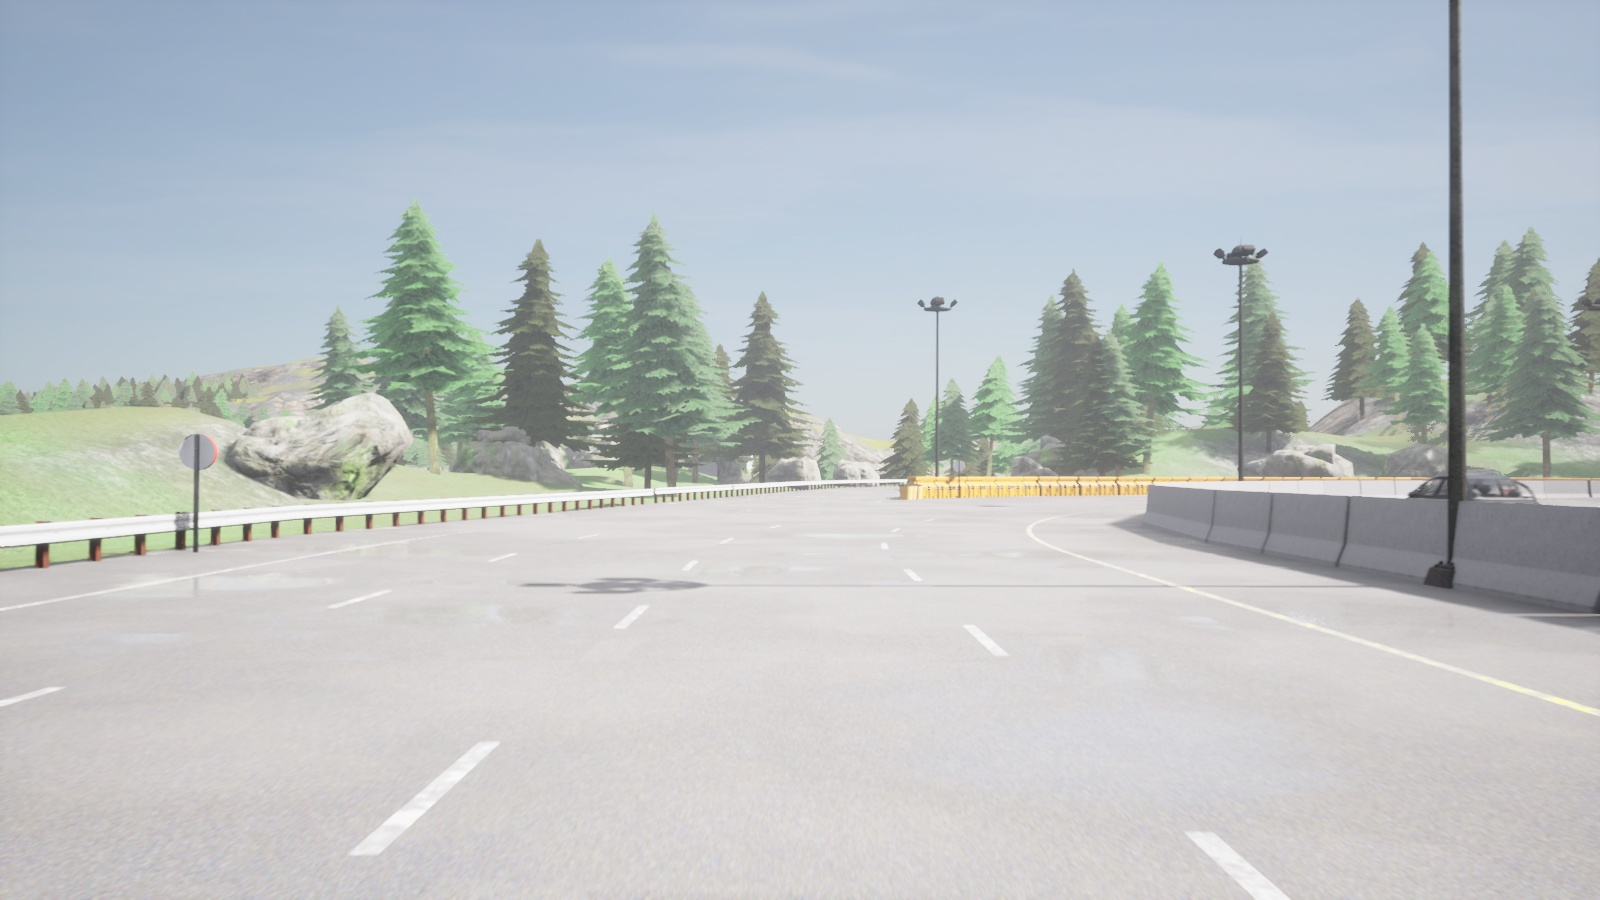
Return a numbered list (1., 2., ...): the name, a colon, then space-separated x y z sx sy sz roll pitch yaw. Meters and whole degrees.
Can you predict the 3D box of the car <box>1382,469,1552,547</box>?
1. car: 14.108 1.185 26.808 1.789 1.549 3.705 -1 -1 3
